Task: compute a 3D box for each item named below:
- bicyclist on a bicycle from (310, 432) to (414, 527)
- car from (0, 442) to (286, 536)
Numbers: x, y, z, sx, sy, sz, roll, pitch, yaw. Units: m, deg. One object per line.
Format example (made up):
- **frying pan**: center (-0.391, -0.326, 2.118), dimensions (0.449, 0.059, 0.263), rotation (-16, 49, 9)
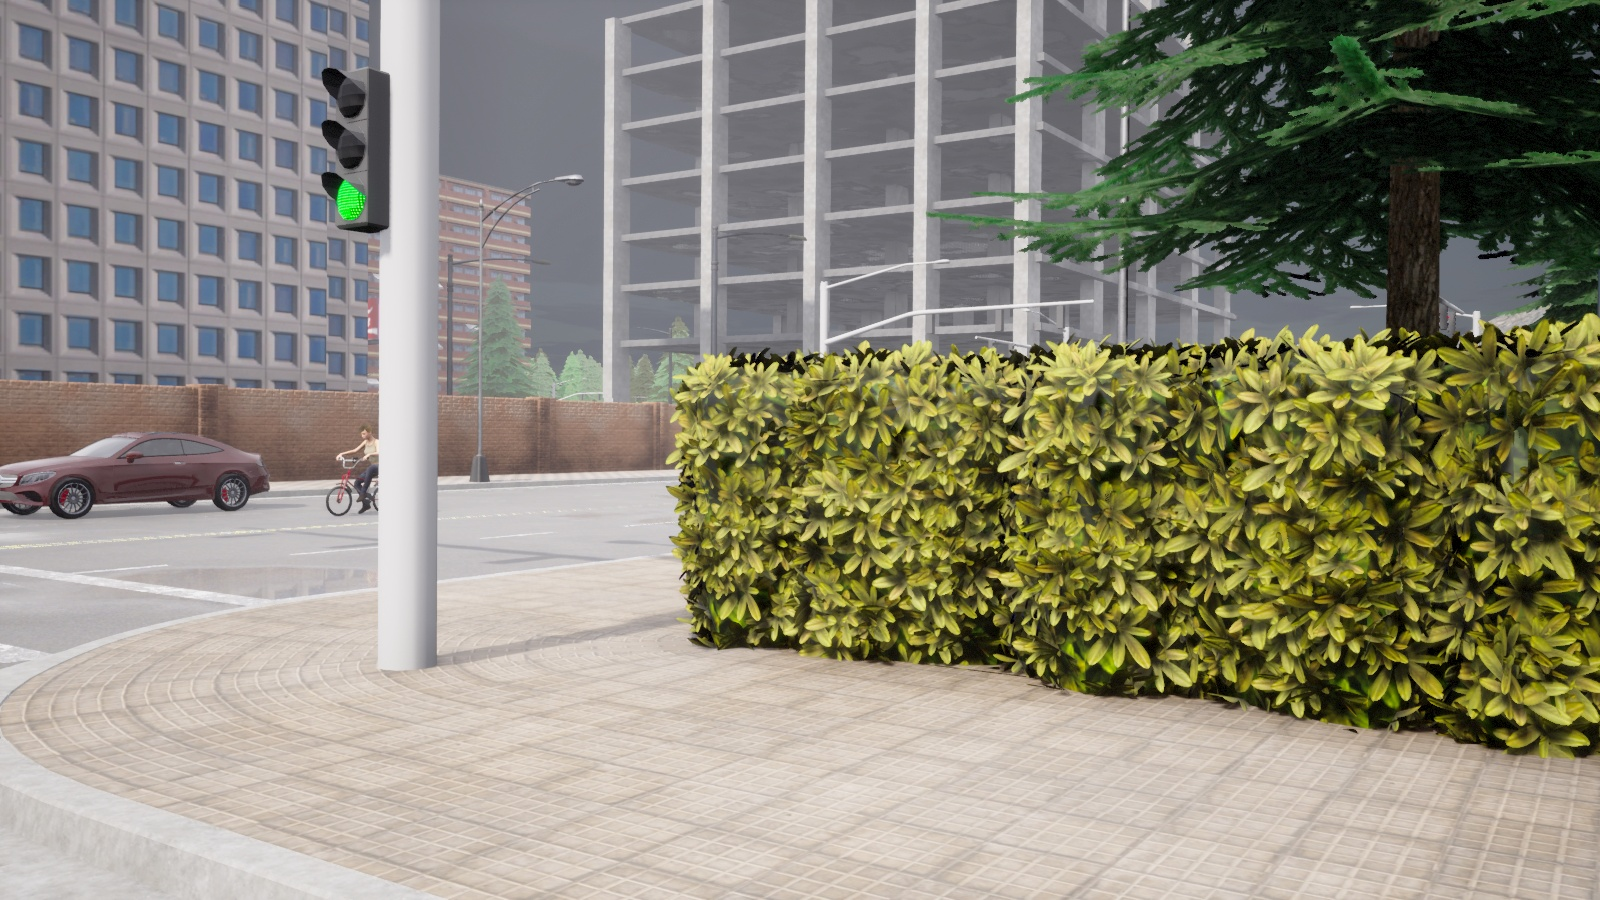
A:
- **bicyclist on a bicycle**: center (-7.757, 0.489, 22.290), dimensions (0.866, 1.612, 1.509), rotation (0, 1, 34)
- **car**: center (-11.841, 0.613, 22.469), dimensions (1.812, 1.442, 4.674), rotation (0, 1, 33)
